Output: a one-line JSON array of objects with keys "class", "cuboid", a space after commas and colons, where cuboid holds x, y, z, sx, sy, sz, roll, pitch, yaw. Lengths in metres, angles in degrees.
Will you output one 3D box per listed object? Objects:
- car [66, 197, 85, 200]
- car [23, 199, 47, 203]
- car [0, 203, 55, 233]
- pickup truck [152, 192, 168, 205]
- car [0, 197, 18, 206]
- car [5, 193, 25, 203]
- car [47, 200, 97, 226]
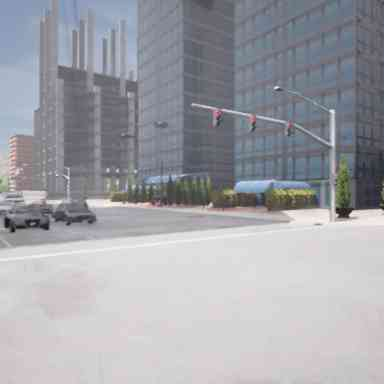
[{"class": "car", "cuboid": [-12.898, 1.345, 36.206, 2.097, 1.767, 4.553, 0, 0, -36]}, {"class": "car", "cuboid": [-14.675, 1.559, 32.363, 1.994, 1.385, 4.181, 0, 0, -36]}, {"class": "car", "cuboid": [-9.901, 1.561, 19.865, 1.994, 1.385, 4.181, 0, 0, -36]}, {"class": "pickup truck", "cuboid": [-5.148, 1.042, 53.628, 2.390, 2.098, 6.274, 0, 0, -6]}, {"class": "car", "cuboid": [-17.526, 1.524, 30.357, 1.812, 1.442, 4.674, 0, 1, -36]}, {"class": "car", "cuboid": [-24.685, 1.218, 46.226, 2.150, 2.045, 5.566, 0, 0, -36]}, {"class": "car", "cuboid": [-8.587, 1.543, 24.006, 2.033, 1.411, 5.357, 0, 0, -36]}]
